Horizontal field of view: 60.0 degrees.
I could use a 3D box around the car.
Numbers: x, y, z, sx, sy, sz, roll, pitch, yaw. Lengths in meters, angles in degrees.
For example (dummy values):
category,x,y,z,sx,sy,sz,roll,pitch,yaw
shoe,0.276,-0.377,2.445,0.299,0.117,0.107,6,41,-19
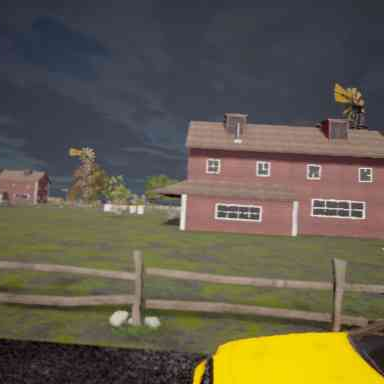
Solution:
category,x,y,z,sx,sy,sz,roll,pitch,yaw
car,2.667,1.751,2.883,5.366,1.575,1.801,3,-3,3
